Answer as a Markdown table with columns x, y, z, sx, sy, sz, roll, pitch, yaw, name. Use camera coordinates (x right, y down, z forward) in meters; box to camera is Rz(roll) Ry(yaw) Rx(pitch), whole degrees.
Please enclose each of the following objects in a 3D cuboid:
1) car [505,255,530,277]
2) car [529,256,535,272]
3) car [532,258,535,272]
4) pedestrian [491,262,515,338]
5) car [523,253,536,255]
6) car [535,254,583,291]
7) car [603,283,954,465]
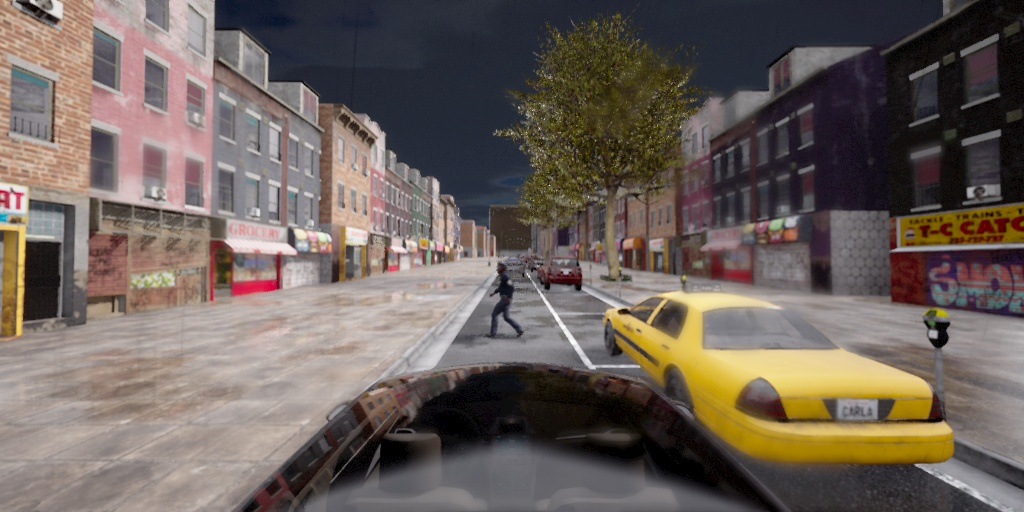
| x | y | z | sx | sy | sz | roll | pitch | yaw | name |
| --- | --- | --- | --- | --- | --- | --- | --- | --- | --- |
| 0.155 | 0.957 | 30.486 | 2.128 | 1.511 | 4.902 | 0 | 1 | 0 | car |
| 2.732 | 0.943 | 37.049 | 1.948 | 1.339 | 4.313 | 0 | 0 | 0 | car |
| 2.702 | 1.066 | 25.937 | 1.888 | 1.381 | 4.507 | 0 | 0 | 0 | car |
| -0.201 | 0.991 | 8.442 | 0.375 | 1.860 | 0.375 | 2 | -1 | 0 | pedestrian |
| 2.776 | 0.451 | 53.711 | 2.192 | 1.841 | 5.009 | 0 | 0 | 0 | car |
| 2.687 | 0.898 | 20.378 | 2.192 | 1.841 | 5.009 | 0 | 0 | 0 | car |
| 2.758 | 1.177 | 5.418 | 1.801 | 1.575 | 5.366 | 0 | 0 | 0 | car |
